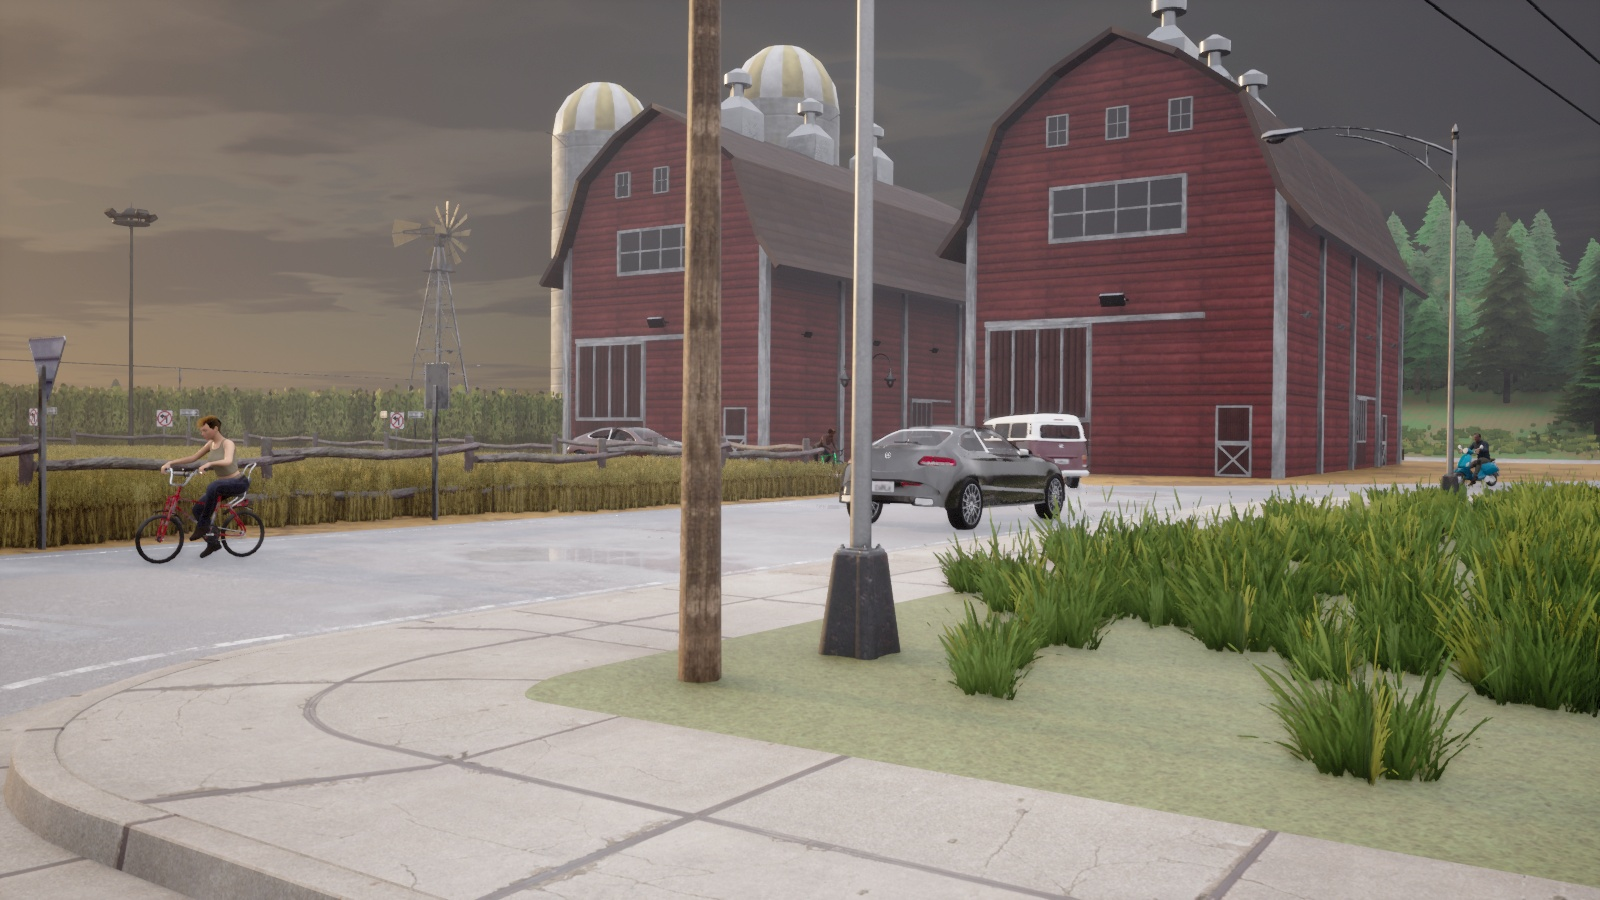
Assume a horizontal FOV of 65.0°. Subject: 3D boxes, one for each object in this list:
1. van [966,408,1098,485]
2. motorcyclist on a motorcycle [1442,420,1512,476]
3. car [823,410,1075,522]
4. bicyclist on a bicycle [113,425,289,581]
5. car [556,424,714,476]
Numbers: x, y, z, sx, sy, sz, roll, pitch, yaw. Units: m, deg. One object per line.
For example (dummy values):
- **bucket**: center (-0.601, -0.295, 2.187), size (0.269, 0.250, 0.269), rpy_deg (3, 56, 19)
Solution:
- **van**: center (6.476, -0.096, 35.619), size (2.069, 2.038, 4.480), rpy_deg (0, 0, -13)
- **motorcyclist on a motorcycle**: center (20.030, -0.068, 37.168), size (1.817, 1.590, 0.866), rpy_deg (-1, 1, -22)
- **car**: center (2.678, 0.195, 21.279), size (2.152, 1.651, 5.027), rpy_deg (0, 1, 34)
- **bicyclist on a bicycle**: center (-6.598, 0.538, 13.893), size (0.866, 1.612, 1.509), rpy_deg (0, 1, 35)
- **car**: center (-5.607, -0.019, 42.489), size (5.027, 1.651, 2.152), rpy_deg (0, 1, 31)
